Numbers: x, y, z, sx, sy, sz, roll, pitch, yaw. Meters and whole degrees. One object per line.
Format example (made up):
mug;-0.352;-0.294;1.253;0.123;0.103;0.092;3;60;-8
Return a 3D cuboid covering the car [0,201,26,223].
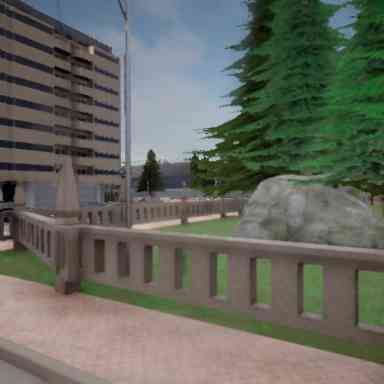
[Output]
car;-14.143;1.451;23.517;2.097;1.767;4.553;0;0;32

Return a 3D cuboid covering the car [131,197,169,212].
car;-5.108;1.401;38.106;2.097;1.767;4.553;0;0;32

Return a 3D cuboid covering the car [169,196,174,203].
car;-2.437;1.381;49.015;2.097;1.767;4.553;0;0;32

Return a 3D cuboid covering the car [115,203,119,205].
car;-7.597;1.583;40.712;1.812;1.442;4.674;0;0;32

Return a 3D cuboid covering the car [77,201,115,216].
car;-9.599;1.638;30.849;1.994;1.385;4.181;0;0;32

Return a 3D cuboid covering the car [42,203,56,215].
car;-12.460;1.589;32.885;1.837;1.490;4.892;0;0;32
